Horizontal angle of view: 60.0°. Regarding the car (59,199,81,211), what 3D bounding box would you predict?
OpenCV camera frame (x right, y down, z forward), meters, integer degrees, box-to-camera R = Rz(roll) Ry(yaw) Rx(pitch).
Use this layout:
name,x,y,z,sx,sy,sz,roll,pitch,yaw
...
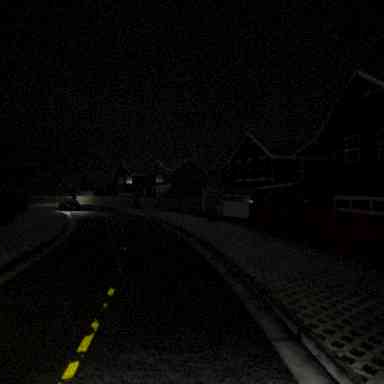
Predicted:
name,x,y,z,sx,sy,sz,roll,pitch,yaw
car,-14.847,1.539,40.378,1.812,1.442,4.674,0,0,-33
